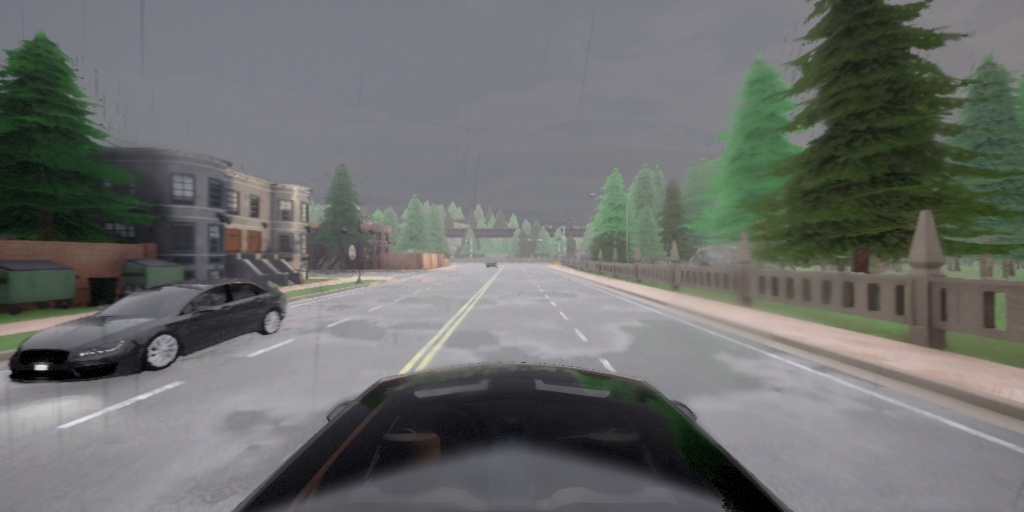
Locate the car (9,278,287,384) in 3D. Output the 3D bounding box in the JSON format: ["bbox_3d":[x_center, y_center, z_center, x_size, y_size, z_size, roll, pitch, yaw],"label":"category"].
[{"bbox_3d":[-7.000,1.316,7.745,1.837,1.490,4.892,0,2,0],"label":"car"}]

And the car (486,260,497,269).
[{"bbox_3d":[-3.501,1.412,61.923,2.033,1.411,5.357,0,0,0],"label":"car"}]
